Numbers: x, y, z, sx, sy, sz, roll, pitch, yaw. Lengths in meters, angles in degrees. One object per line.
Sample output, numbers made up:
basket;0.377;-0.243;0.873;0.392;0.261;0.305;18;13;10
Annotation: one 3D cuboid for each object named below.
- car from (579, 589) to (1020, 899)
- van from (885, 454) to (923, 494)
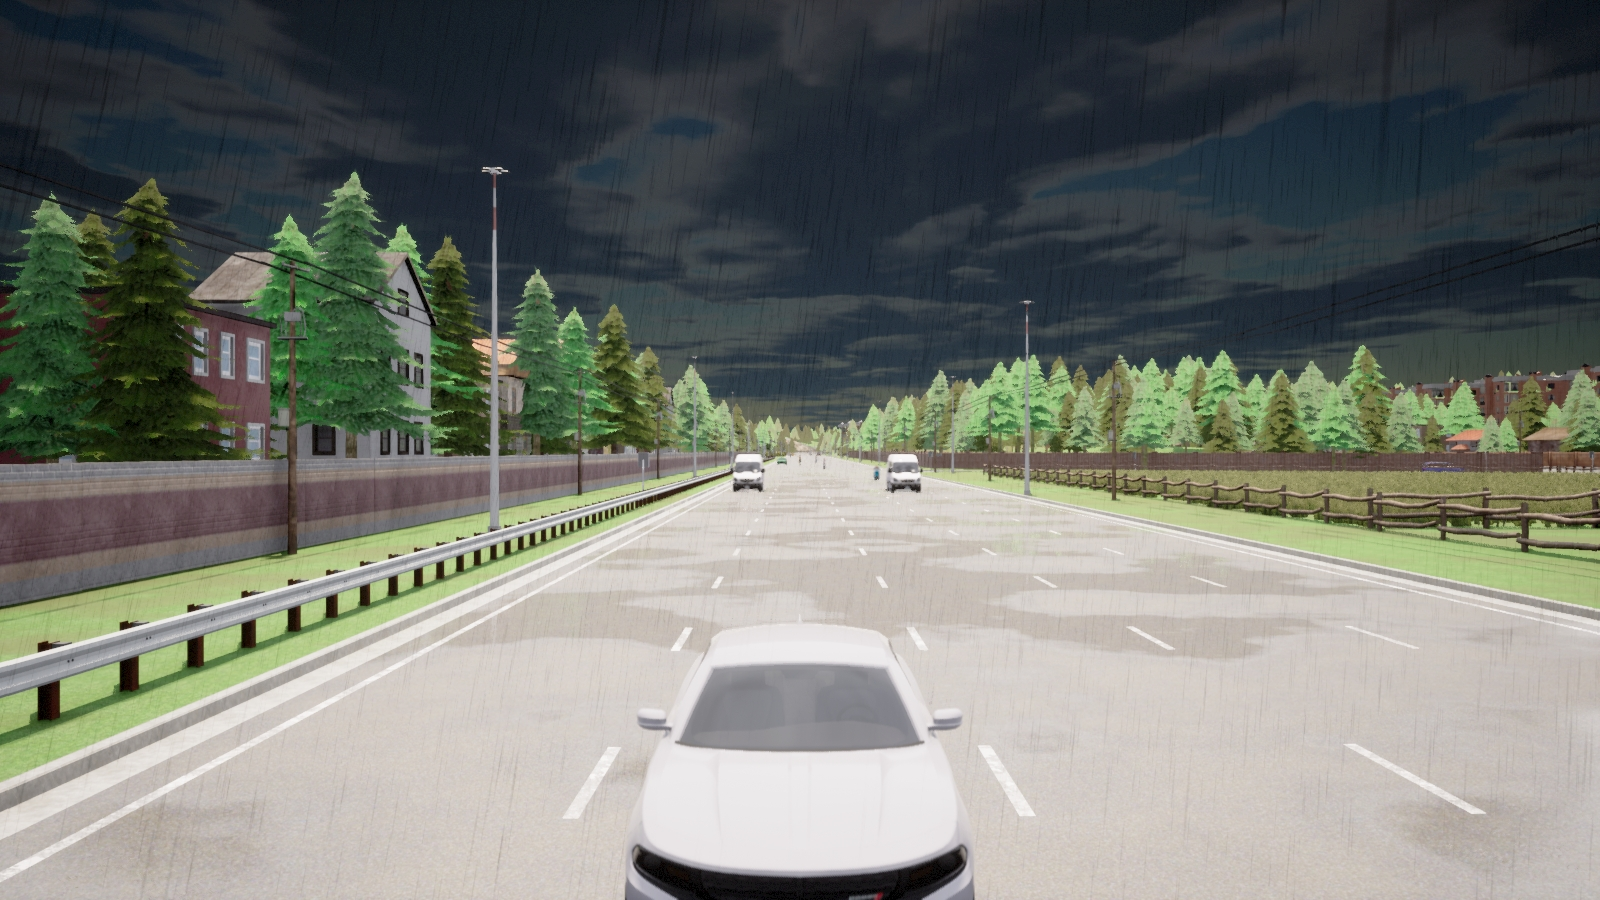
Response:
car;-0.002;2.040;7.940;2.097;1.535;5.006;0;0;0
van;6.985;1.584;77.261;1.988;2.561;5.915;0;0;0
